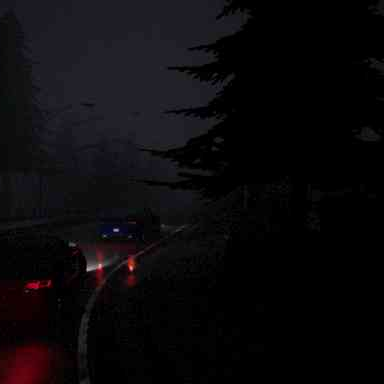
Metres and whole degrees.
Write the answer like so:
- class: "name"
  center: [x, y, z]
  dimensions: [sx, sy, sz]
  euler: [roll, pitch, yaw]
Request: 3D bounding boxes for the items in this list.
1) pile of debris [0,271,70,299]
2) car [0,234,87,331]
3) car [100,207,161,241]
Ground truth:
- class: "pile of debris"
  center: [-3.966, 2.185, 7.973]
  dimensions: [1.500, 0.140, 1.860]
  euler: [0, 0, -4]
- class: "car"
  center: [-3.475, 1.568, 6.925]
  dimensions: [1.994, 1.385, 4.181]
  euler: [0, 0, -11]
- class: "car"
  center: [-2.930, 1.496, 16.816]
  dimensions: [1.882, 1.535, 5.008]
  euler: [0, 0, 8]
